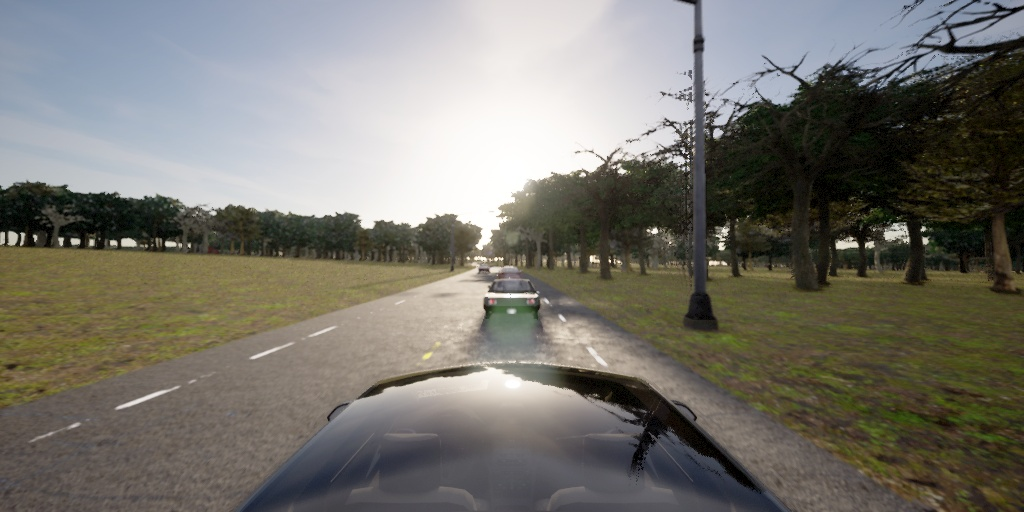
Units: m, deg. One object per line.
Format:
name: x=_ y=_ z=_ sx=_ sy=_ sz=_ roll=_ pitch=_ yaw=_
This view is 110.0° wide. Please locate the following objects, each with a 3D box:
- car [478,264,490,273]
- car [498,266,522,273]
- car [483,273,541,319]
car: x=-4.656 y=2.047 z=59.864 sx=1.882 sy=1.535 sz=5.008 roll=0 pitch=-1 yaw=-2
car: x=-0.190 y=1.616 z=30.406 sx=1.882 sy=1.535 sz=5.008 roll=0 pitch=0 yaw=-1
car: x=0.000 y=1.507 z=13.602 sx=1.895 sy=1.301 sz=4.718 roll=0 pitch=-1 yaw=0
